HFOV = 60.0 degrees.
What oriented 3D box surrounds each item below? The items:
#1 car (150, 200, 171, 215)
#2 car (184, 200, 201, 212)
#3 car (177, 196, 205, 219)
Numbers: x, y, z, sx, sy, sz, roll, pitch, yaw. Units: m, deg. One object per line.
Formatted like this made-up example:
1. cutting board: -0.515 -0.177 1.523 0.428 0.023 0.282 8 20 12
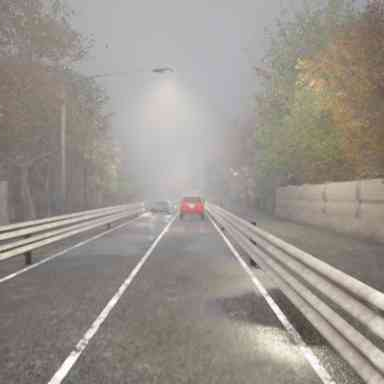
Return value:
1. car: -3.341 1.692 36.143 1.837 1.490 4.892 0 -1 0
2. car: 0.049 1.790 44.470 2.128 1.511 4.902 0 -1 1
3. car: 0.011 1.350 30.324 2.150 2.045 5.566 0 0 0
